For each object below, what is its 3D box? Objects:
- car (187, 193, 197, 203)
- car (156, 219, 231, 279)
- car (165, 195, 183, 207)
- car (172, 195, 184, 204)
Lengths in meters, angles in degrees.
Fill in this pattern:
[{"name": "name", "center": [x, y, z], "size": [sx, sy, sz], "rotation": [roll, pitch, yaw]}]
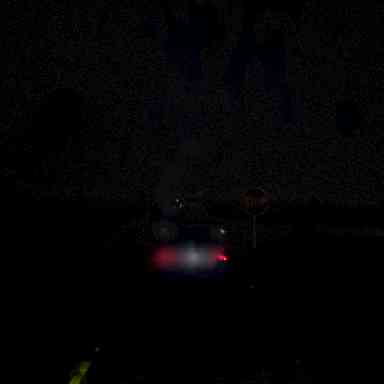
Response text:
[{"name": "car", "center": [0.003, 1.459, 66.605], "size": [1.837, 1.490, 4.892], "rotation": [0, 0, 0]}, {"name": "car", "center": [0.051, 1.517, 9.934], "size": [2.033, 1.411, 5.357], "rotation": [0, 0, 0]}, {"name": "car", "center": [-2.832, 1.284, 49.146], "size": [2.097, 1.767, 4.553], "rotation": [0, 0, 0]}, {"name": "car", "center": [-2.764, 1.447, 65.398], "size": [2.128, 1.511, 4.902], "rotation": [0, 0, 0]}]
